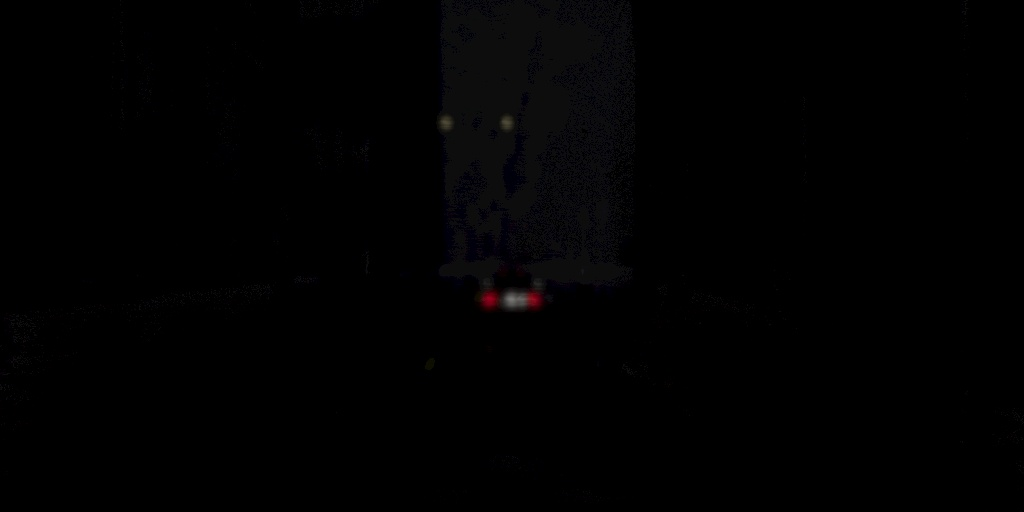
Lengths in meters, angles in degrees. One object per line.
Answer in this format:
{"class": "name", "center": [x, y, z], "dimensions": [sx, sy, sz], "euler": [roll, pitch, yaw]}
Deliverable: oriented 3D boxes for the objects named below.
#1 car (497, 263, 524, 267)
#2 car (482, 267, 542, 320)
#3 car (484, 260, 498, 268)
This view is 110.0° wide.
{"class": "car", "center": [0.039, 1.270, 30.018], "dimensions": [1.994, 1.385, 4.181], "euler": [0, 0, 0]}
{"class": "car", "center": [0.022, 1.276, 12.530], "dimensions": [2.033, 1.411, 5.357], "euler": [0, 0, 1]}
{"class": "car", "center": [-3.098, 1.248, 52.857], "dimensions": [1.812, 1.442, 4.674], "euler": [0, 0, 0]}
